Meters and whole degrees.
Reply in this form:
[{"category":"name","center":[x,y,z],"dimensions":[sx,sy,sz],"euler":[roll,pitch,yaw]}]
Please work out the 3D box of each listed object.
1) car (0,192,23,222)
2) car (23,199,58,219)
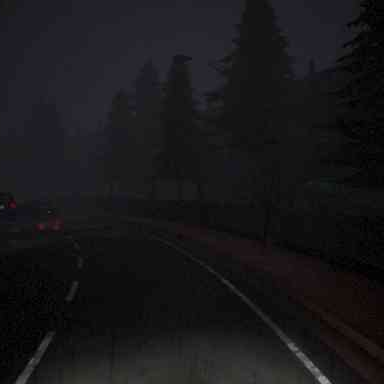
[{"category":"car","center":[-14.214,1.044,23.445],"dimensions":[5.566,2.045,2.150],"euler":[1,1,44]},{"category":"car","center":[-12.340,1.274,26.319],"dimensions":[4.902,1.511,2.128],"euler":[0,1,44]}]
